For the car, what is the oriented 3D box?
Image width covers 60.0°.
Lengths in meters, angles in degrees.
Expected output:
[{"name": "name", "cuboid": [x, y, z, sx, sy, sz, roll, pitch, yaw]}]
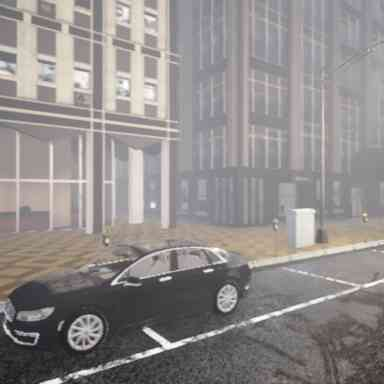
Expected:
[{"name": "car", "cuboid": [-0.835, 1.568, 5.970, 4.403, 1.369, 2.008, 0, -1, -36]}]
